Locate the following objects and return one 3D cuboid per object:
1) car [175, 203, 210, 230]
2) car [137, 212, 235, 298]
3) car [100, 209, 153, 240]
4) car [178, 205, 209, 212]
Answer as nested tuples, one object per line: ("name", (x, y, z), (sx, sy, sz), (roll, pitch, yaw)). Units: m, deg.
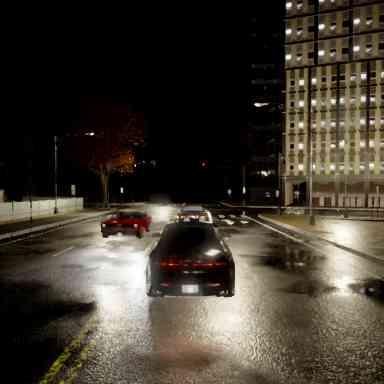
("car", (0.039, 1.544, 22.349), (2.033, 1.411, 5.357), (0, 0, 0))
("car", (-0.019, 1.502, 8.500), (1.837, 1.490, 4.892), (0, 0, 0))
("car", (-3.240, 1.597, 17.160), (1.895, 1.301, 4.718), (0, 0, 1))
("car", (0.102, 1.486, 13.323), (2.128, 1.511, 4.902), (0, 0, 0))
